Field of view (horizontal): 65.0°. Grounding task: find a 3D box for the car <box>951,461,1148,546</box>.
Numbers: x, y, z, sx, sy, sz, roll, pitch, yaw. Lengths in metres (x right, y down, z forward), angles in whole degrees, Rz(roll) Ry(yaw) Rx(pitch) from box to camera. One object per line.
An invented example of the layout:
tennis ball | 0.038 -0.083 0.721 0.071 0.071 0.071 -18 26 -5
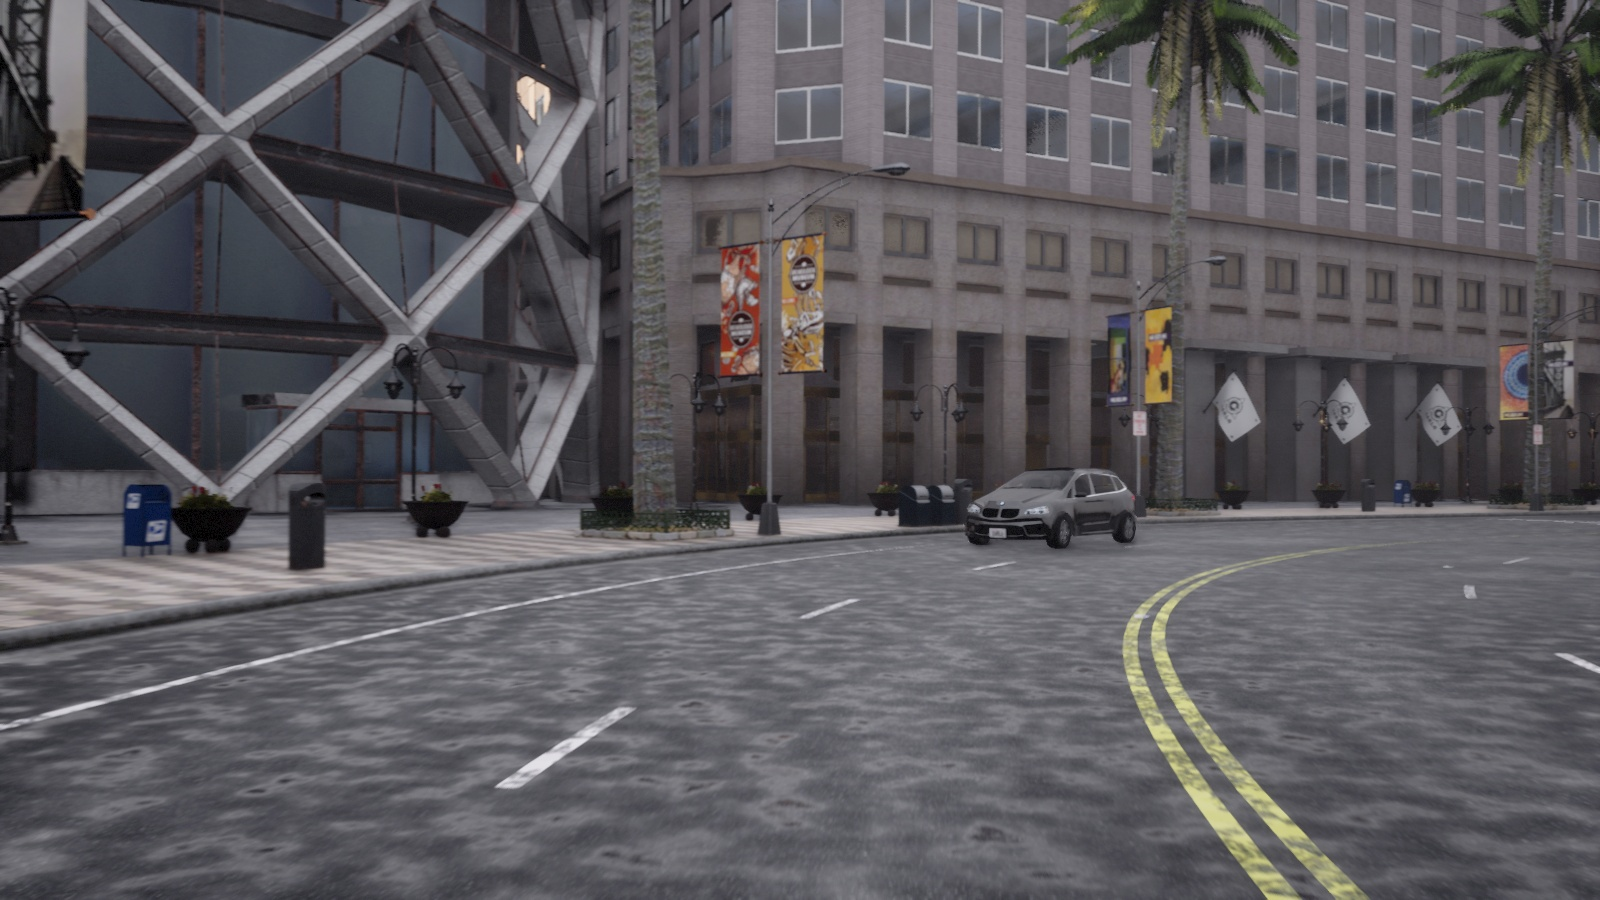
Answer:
car | 5.520 1.100 27.385 2.242 1.667 4.611 -1 -1 40
